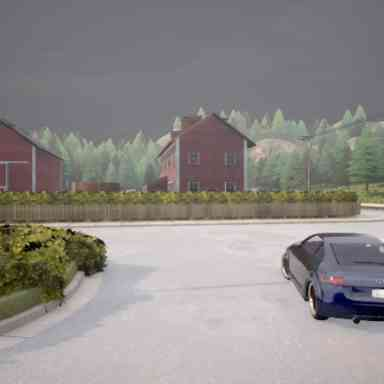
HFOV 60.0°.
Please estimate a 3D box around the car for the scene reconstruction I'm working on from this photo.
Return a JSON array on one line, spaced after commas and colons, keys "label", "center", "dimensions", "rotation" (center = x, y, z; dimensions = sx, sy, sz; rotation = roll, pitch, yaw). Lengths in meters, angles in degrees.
[{"label": "car", "center": [3.239, 1.562, 7.199], "dimensions": [1.994, 1.385, 4.181], "rotation": [0, 0, 7]}]
